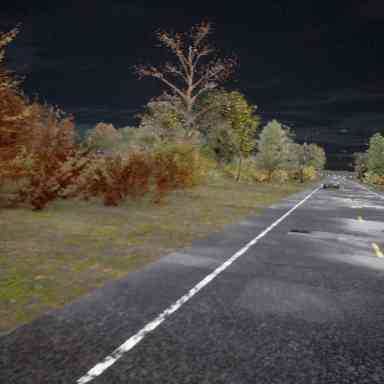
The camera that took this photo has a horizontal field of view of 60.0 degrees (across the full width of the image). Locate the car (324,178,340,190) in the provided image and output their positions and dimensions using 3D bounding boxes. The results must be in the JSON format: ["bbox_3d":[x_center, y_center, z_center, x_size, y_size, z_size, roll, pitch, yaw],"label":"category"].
[{"bbox_3d":[20.923,-1.344,49.800,2.097,1.767,4.553,4,5,23],"label":"car"}]
